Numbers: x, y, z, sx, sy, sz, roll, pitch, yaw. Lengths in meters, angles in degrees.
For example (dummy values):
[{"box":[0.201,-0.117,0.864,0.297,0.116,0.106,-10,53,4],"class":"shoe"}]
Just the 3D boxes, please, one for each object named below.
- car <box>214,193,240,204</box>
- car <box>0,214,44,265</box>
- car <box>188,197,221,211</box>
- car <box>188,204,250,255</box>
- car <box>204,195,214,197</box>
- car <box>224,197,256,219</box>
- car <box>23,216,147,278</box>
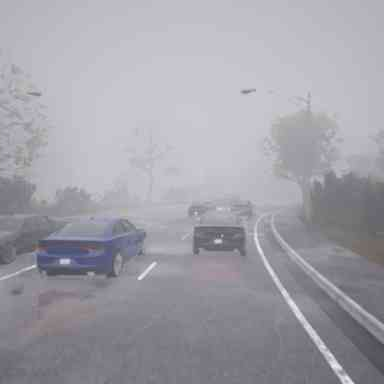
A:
[{"box":[6.067,1.244,52.870,2.150,2.045,5.566,0,0,27],"class":"car"},{"box":[-6.310,1.526,11.948,2.033,1.411,5.357,0,0,6],"class":"car"},{"box":[1.011,1.511,29.960,1.837,1.490,4.892,0,0,16],"class":"car"},{"box":[1.171,1.485,13.498,1.882,1.535,5.008,0,0,7],"class":"car"},{"box":[2.711,1.353,53.962,2.097,1.767,4.553,0,0,28],"class":"car"},{"box":[4.616,1.516,29.832,2.128,1.511,4.902,0,0,16],"class":"car"},{"box":[-2.735,1.470,10.217,1.882,1.535,5.008,0,0,5],"class":"car"}]
